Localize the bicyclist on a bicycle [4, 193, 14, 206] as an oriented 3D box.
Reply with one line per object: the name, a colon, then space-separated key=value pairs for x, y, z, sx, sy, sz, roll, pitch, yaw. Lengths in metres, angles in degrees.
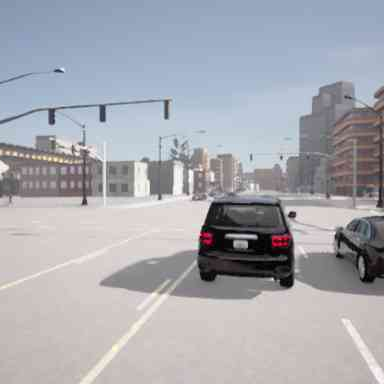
bicyclist on a bicycle: x=-23.176 y=0.903 z=42.144 sx=0.582 sy=1.620 sz=1.656 roll=0 pitch=1 yaw=11

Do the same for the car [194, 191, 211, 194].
car: x=1.206 y=0.740 z=54.206 sx=2.128 sy=1.511 sz=4.902 roll=0 pitch=1 yaw=13

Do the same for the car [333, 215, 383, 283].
car: x=5.259 y=1.410 z=9.184 sx=1.837 sy=1.490 sz=4.892 roll=0 pitch=0 yaw=12

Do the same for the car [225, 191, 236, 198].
car: x=7.992 y=0.430 z=68.635 sx=1.895 sy=1.301 sz=4.718 roll=0 pitch=2 yaw=12

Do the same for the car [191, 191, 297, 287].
car: x=1.700 y=1.128 z=9.354 sx=2.150 sy=2.045 sz=5.566 roll=0 pitch=1 yaw=15

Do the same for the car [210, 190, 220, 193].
car: x=4.480 y=0.870 z=52.809 sx=1.895 sy=1.301 sz=4.718 roll=0 pitch=1 yaw=13

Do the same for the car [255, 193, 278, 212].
car: x=7.659 y=0.969 z=34.024 sx=2.097 sy=1.767 sz=4.553 roll=0 pitch=1 yaw=13

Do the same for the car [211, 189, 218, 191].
car: x=4.708 y=0.167 z=70.006 sx=2.097 sy=1.767 sz=4.553 roll=0 pitch=2 yaw=12
